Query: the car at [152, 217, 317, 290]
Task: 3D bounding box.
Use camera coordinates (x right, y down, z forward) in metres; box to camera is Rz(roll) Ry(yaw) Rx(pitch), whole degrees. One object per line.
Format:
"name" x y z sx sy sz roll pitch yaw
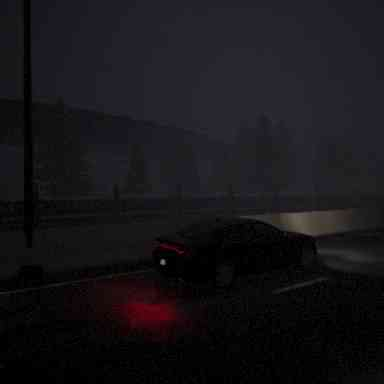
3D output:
"car" 1.360 1.429 9.054 5.008 1.535 1.882 -1 0 -35
